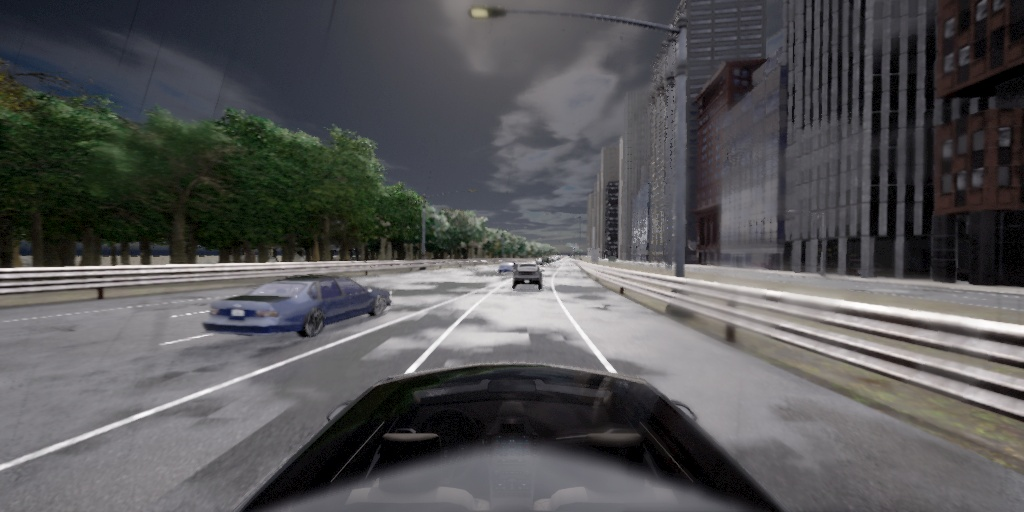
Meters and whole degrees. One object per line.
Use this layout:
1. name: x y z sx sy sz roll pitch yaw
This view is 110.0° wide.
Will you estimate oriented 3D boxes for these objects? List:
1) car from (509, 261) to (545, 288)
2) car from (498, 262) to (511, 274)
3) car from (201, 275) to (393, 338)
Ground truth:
1. car: 1.112 1.288 24.100 1.837 1.490 4.892 0 0 5
2. car: -0.316 1.348 41.904 2.033 1.411 5.357 1 0 9
3. car: -5.394 1.247 10.026 2.033 1.411 5.357 1 0 9
